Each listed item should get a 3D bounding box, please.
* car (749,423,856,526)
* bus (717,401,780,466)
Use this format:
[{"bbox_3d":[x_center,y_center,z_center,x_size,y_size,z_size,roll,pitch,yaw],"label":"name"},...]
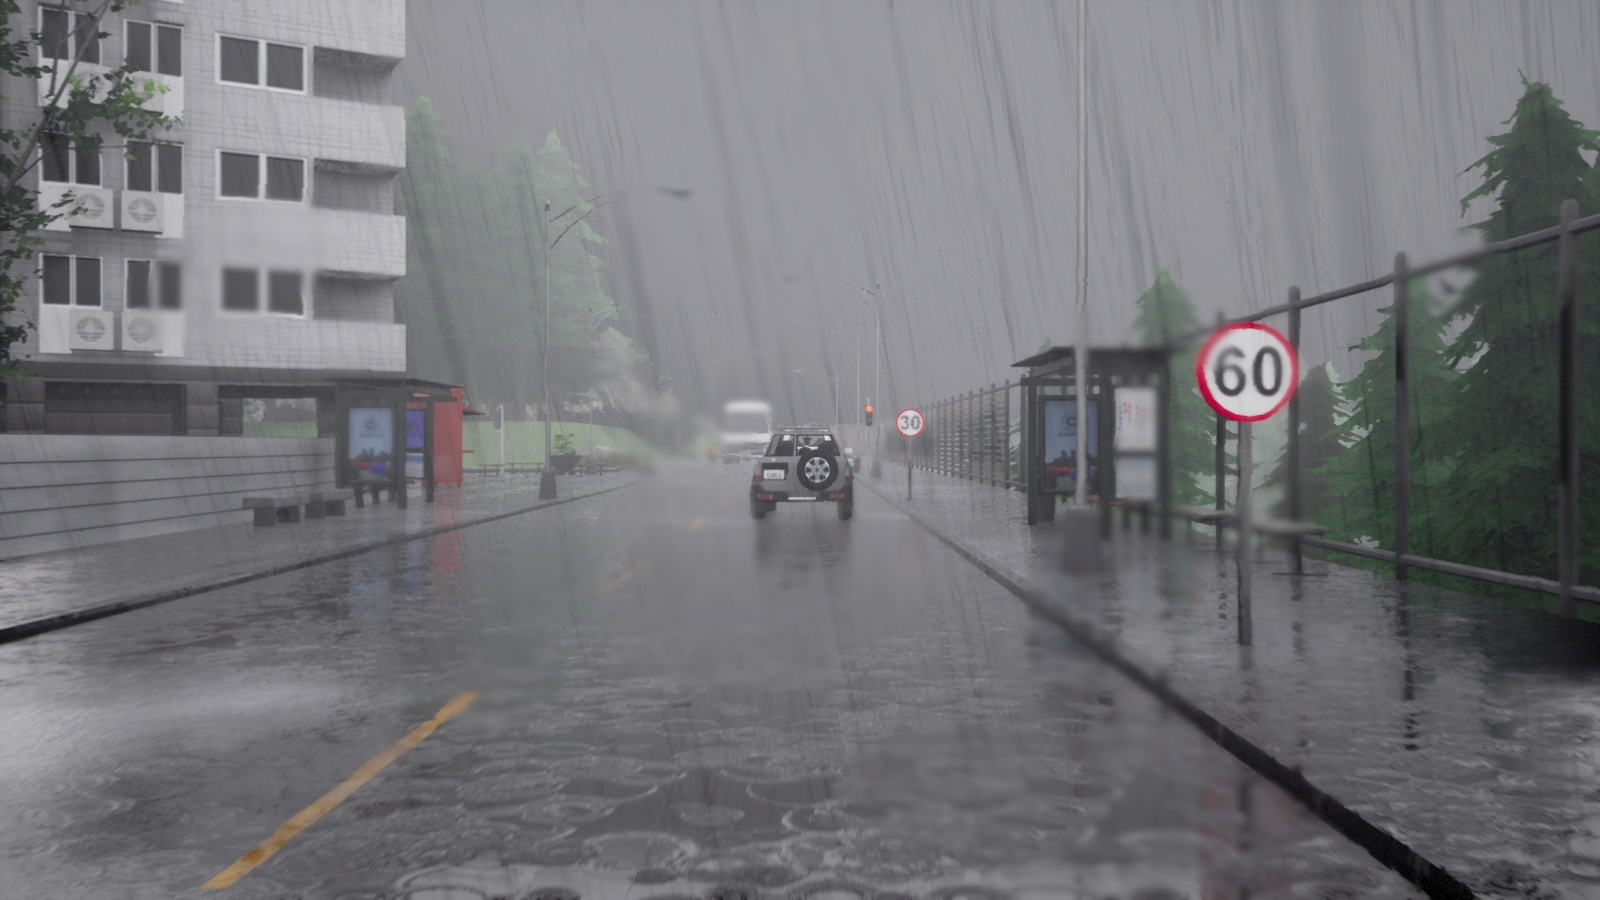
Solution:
[{"bbox_3d":[0.136,0.422,24.989,1.932,1.855,4.605,0,0,2],"label":"car"},{"bbox_3d":[-3.515,-1.130,88.242,3.944,4.253,10.273,0,0,0],"label":"bus"}]
